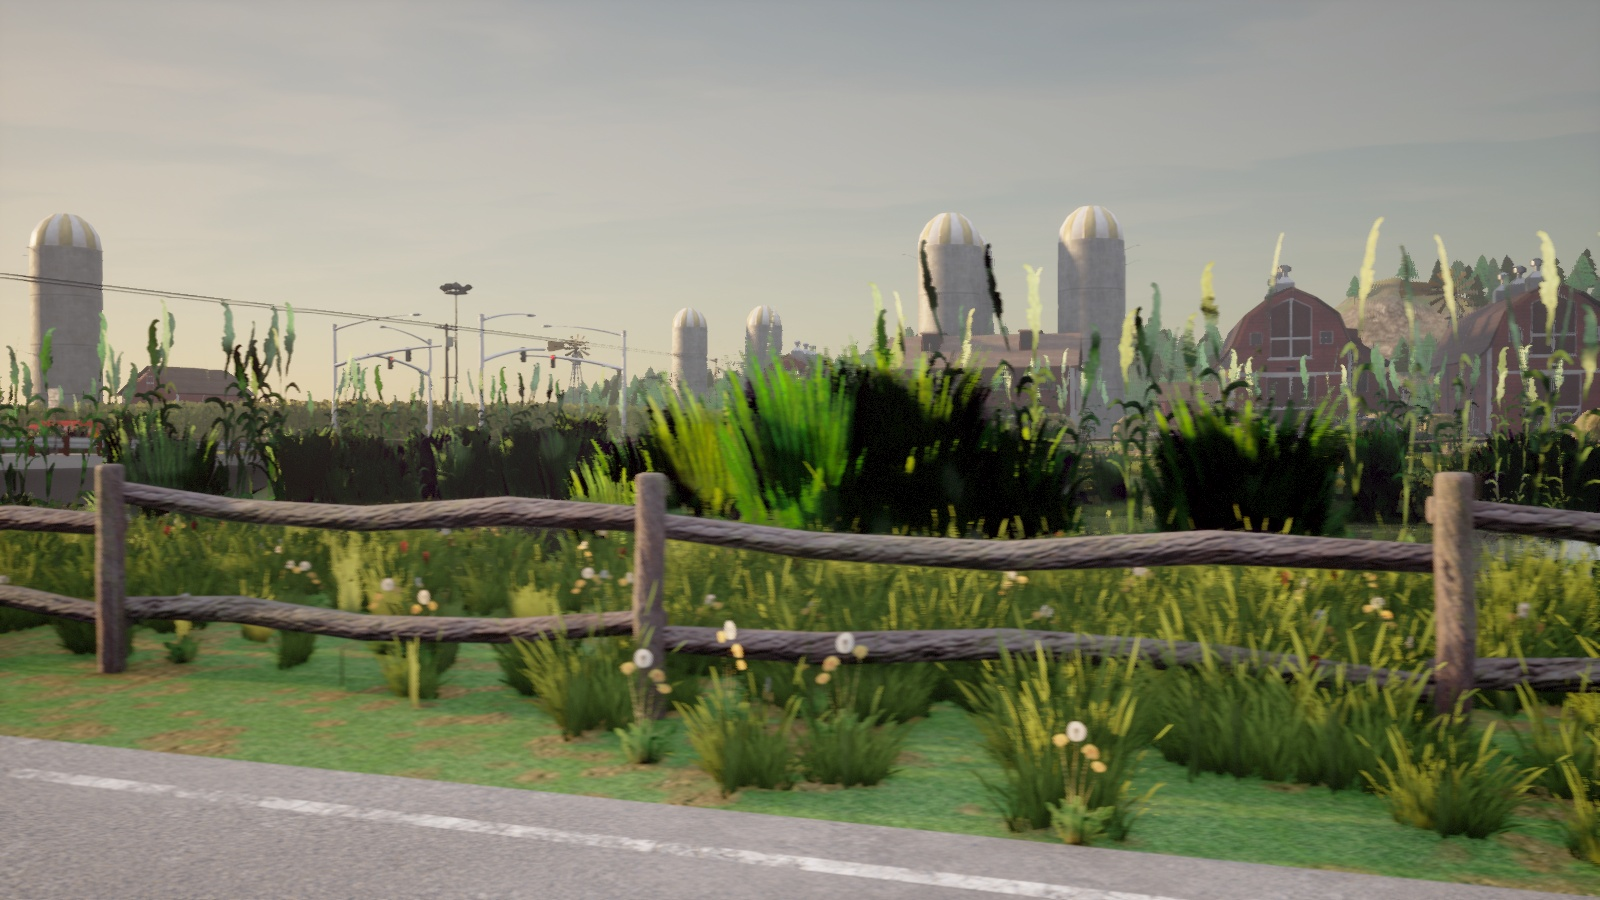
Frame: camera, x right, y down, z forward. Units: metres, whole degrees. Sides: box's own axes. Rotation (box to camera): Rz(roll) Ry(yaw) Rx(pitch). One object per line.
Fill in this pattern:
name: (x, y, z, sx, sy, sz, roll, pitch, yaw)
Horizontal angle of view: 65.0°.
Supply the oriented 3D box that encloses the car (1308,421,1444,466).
car: (26.914, -0.319, 58.906, 5.566, 2.045, 2.150, 1, 1, 19)
